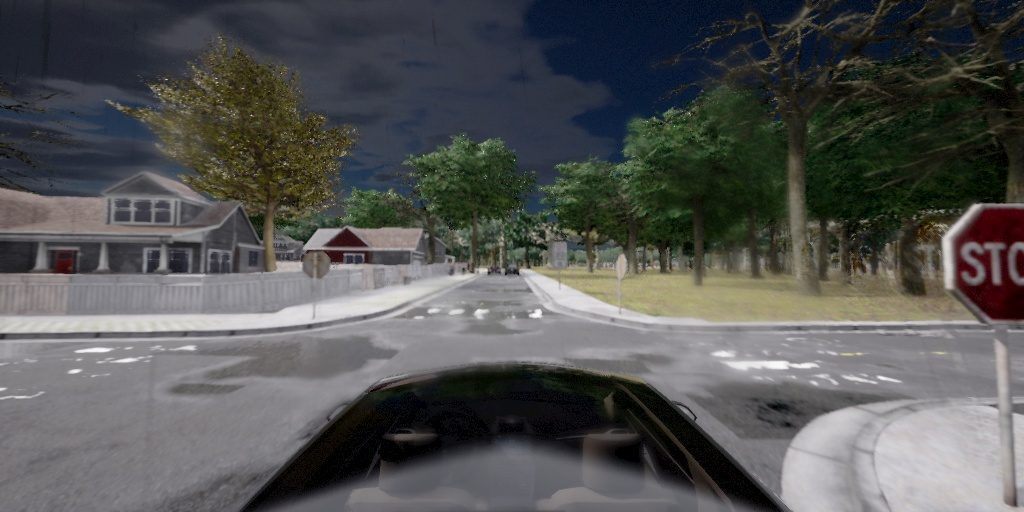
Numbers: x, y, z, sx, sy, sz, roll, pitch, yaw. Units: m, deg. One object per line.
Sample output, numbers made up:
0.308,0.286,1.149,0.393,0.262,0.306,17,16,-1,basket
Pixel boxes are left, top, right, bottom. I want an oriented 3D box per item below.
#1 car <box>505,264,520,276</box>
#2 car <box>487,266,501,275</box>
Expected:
0.018,1.889,51.380,2.097,1.767,4.553,0,-1,0,car
-2.729,2.181,55.991,1.994,1.385,4.181,0,-1,0,car
